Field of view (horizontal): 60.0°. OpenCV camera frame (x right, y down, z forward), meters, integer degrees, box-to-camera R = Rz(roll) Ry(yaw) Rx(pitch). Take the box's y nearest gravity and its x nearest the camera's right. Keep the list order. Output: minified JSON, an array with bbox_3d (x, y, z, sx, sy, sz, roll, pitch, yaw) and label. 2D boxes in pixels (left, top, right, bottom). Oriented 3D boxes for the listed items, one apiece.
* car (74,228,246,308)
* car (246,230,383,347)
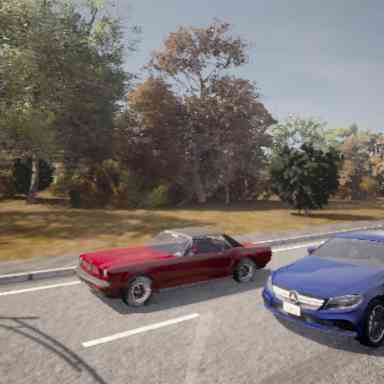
[{"bbox_3d":[-0.293,1.600,8.077,4.718,1.301,1.895,0,0,-35],"label":"car"},{"bbox_3d":[3.420,1.516,6.421,4.674,1.442,1.812,0,0,-35],"label":"car"}]
